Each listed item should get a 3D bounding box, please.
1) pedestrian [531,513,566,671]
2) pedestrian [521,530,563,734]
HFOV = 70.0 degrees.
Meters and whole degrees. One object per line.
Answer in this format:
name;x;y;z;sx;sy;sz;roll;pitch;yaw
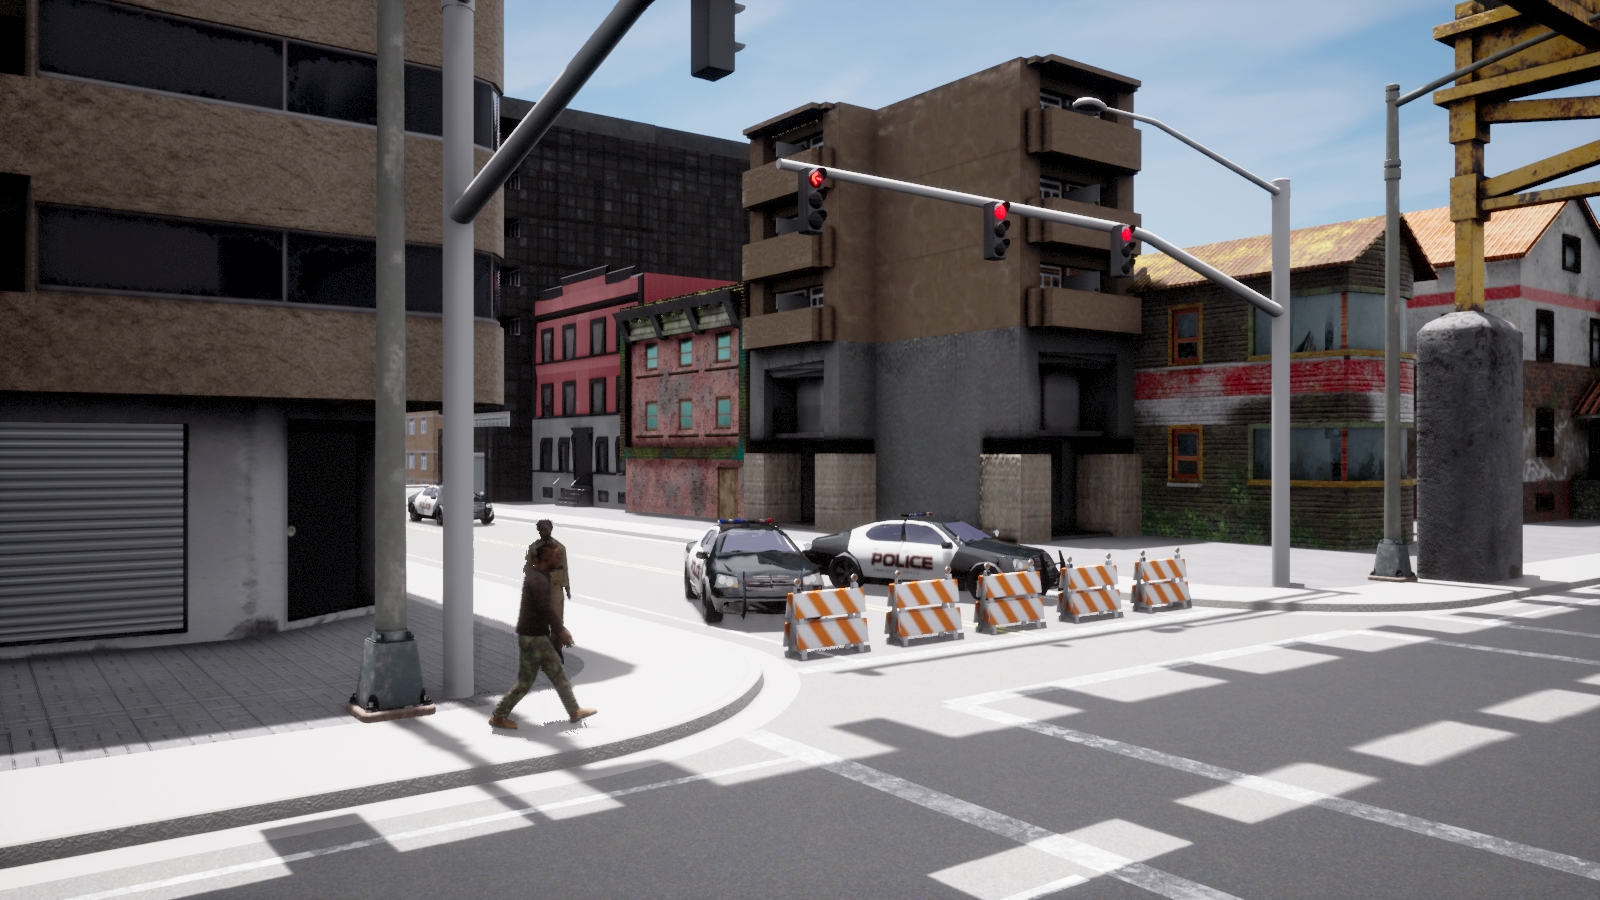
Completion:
pedestrian;-3.044;1.701;13.821;0.375;1.860;0.375;0;0;-6
pedestrian;-2.438;1.699;10.797;0.375;1.860;0.375;0;0;-13
